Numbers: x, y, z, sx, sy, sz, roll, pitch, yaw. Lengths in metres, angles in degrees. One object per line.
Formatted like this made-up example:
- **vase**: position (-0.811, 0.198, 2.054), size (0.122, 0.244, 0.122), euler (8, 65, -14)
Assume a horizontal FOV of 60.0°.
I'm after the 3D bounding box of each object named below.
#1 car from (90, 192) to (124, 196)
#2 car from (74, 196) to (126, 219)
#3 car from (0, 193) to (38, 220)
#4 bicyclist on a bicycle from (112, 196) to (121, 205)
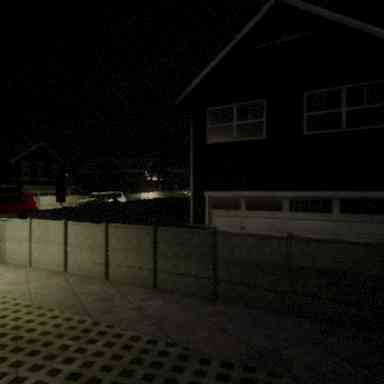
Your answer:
- **car**: position (-8.561, 1.014, 31.646), size (2.150, 2.045, 5.566), euler (0, 1, 26)
- **car**: position (-7.280, 1.337, 27.528), size (1.837, 1.490, 4.892), euler (0, 1, 27)
- **car**: position (-13.265, 1.144, 22.515), size (2.150, 2.045, 5.566), euler (0, 1, 28)
- **bicyclist on a bicycle**: position (-5.636, 1.158, 24.380), size (1.656, 1.620, 0.582), euler (0, 0, 28)
